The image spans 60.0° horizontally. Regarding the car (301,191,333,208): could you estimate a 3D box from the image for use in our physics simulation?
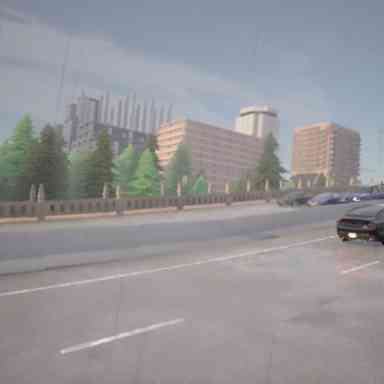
[{"bbox_3d":[12.410,0.751,30.363,4.674,1.442,1.812,-3,2,-36],"label":"car"}]

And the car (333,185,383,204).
[{"bbox_3d":[14.387,0.449,27.474,5.566,2.045,2.150,-3,2,-36],"label":"car"}]

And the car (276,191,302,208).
[{"bbox_3d":[10.491,0.723,33.295,4.892,1.490,1.837,-3,2,-36],"label":"car"}]

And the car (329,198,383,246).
[{"bbox_3d":[7.975,1.251,13.910,4.892,1.490,1.837,-4,2,-36],"label":"car"}]
